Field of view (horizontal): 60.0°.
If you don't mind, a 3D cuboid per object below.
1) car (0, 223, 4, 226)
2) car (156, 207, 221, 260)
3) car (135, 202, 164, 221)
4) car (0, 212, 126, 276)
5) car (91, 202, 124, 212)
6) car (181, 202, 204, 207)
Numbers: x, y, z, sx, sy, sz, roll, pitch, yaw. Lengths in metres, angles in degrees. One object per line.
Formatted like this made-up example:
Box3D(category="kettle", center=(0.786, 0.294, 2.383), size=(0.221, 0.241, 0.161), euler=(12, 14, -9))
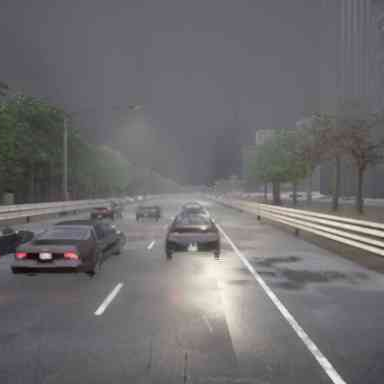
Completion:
Box3D(category="car", center=(-6.970, 1.580, 10.444), size=(2.033, 1.411, 5.357), euler=(0, 0, 1))
Box3D(category="car", center=(0.048, 1.531, 12.598), size=(2.128, 1.511, 4.902), euler=(0, 0, 0))
Box3D(category="car", center=(-3.452, 1.571, 27.594), size=(2.128, 1.511, 4.902), euler=(0, 0, 0))
Box3D(category="car", center=(-3.470, 1.581, 10.435), size=(2.033, 1.411, 5.357), euler=(0, 0, 1))
Box3D(category="car", center=(-6.950, 1.586, 27.636), size=(1.837, 1.490, 4.892), euler=(0, 0, 0))
Box3D(category="car", center=(0.055, 1.606, 28.268), size=(1.812, 1.442, 4.674), euler=(0, 0, 0))
